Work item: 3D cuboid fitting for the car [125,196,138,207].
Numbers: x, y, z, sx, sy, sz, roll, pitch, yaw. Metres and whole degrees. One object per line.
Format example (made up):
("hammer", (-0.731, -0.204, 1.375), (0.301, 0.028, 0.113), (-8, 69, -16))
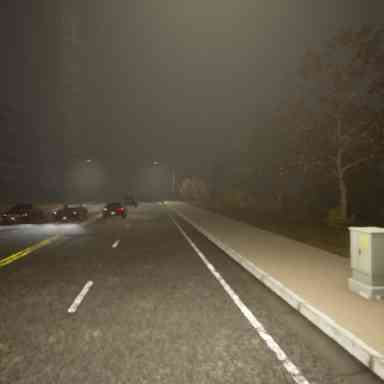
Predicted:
("car", (-9.240, 1.352, 49.863), (2.097, 1.767, 4.553), (-1, 1, -7))

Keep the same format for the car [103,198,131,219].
("car", (-6.657, 1.539, 29.055), (1.812, 1.442, 4.674), (-1, 0, -7))

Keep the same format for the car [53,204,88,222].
("car", (-9.929, 1.662, 27.451), (1.895, 1.301, 4.718), (-1, 0, -7))

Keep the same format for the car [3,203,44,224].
("car", (-13.033, 1.633, 26.074), (1.812, 1.442, 4.674), (-1, 0, -7))
